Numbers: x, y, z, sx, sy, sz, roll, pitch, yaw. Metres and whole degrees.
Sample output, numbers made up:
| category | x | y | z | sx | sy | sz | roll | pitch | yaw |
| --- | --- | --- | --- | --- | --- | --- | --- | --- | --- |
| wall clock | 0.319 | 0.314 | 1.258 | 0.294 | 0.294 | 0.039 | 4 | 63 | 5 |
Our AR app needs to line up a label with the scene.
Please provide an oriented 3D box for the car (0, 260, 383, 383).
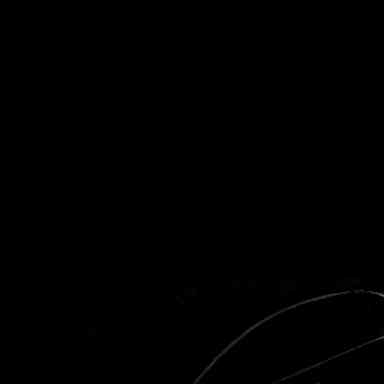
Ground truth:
| category | x | y | z | sx | sy | sz | roll | pitch | yaw |
| --- | --- | --- | --- | --- | --- | --- | --- | --- | --- |
| car | 0.369 | 1.484 | 2.913 | 4.892 | 1.490 | 1.837 | 0 | 0 | -29 |
